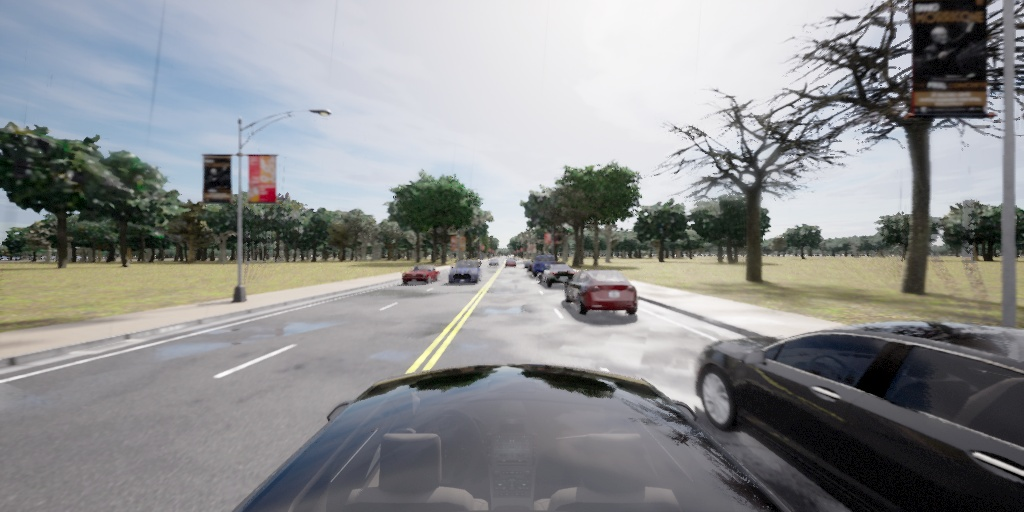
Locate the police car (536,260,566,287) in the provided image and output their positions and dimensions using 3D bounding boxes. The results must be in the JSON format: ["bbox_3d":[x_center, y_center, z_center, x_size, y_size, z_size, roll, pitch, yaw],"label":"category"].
[{"bbox_3d":[3.153,1.256,24.892,2.038,1.542,4.974,0,0,-2],"label":"police car"}]

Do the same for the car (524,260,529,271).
[{"bbox_3d":[3.133,1.263,46.735,2.163,1.488,4.792,0,0,0],"label":"car"}]

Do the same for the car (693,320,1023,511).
[{"bbox_3d":[3.250,1.254,2.683,1.837,1.490,4.892,0,0,0],"label":"car"}]

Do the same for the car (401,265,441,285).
[{"bbox_3d":[-6.639,1.355,26.473,1.895,1.301,4.718,0,0,0],"label":"car"}]

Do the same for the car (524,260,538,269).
[{"bbox_3d":[3.073,1.325,57.710,1.994,1.385,4.181,0,0,0],"label":"car"}]

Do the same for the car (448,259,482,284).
[{"bbox_3d":[-3.386,1.106,26.540,2.097,1.767,4.553,0,0,0],"label":"car"}]

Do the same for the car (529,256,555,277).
[{"bbox_3d":[3.181,0.977,35.729,2.150,2.045,5.566,0,0,0],"label":"car"}]

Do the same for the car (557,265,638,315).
[{"bbox_3d":[3.239,1.256,13.718,2.163,1.488,4.792,0,0,0],"label":"car"}]
